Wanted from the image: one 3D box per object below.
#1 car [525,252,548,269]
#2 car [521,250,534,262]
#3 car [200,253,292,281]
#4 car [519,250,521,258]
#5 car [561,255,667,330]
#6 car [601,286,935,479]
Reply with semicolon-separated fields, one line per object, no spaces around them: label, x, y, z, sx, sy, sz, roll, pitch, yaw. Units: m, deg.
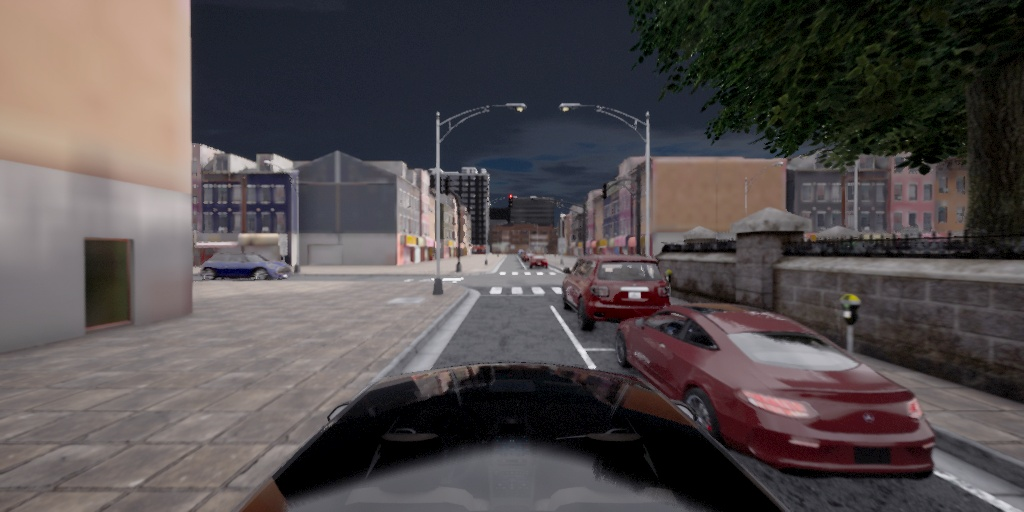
car;2.644;0.550;36.583;1.888;1.381;4.507;0;0;0
car;2.646;0.222;52.891;1.888;1.381;4.507;0;0;0
car;-16.018;0.618;21.799;4.553;1.767;2.097;0;1;0
car;2.647;-0.115;58.327;2.192;1.841;5.009;0;0;0
car;2.640;0.878;10.159;2.192;1.841;5.009;0;0;0
car;2.639;1.265;4.712;1.802;1.307;4.207;0;0;0
